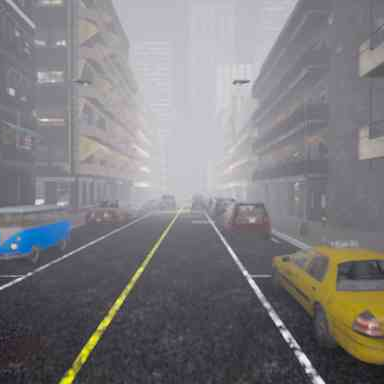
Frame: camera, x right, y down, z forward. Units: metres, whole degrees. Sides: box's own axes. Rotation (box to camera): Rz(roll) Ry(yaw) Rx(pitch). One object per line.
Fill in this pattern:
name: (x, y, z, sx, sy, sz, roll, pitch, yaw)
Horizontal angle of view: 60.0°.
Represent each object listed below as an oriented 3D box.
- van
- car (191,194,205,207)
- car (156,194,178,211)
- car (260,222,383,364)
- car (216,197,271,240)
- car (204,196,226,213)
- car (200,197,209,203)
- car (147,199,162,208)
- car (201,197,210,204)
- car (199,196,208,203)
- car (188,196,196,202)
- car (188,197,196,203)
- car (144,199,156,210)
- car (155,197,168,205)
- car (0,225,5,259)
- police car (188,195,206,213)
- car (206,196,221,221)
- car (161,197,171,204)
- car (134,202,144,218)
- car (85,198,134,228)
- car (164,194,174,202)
van: (-5.667, 1.375, 11.576, 1.690, 1.788, 3.998, -1, 0, 0)
car: (0.914, 1.385, 55.218, 2.150, 2.045, 5.566, 0, 0, 0)
car: (-3.074, 1.346, 43.740, 2.150, 2.045, 5.566, 0, 0, 0)
car: (2.682, 1.543, 6.113, 1.752, 1.417, 4.829, -1, 0, 0)
car: (2.681, 1.364, 17.148, 2.192, 1.841, 5.009, -1, 0, 0)
car: (2.687, 1.429, 39.556, 2.192, 1.841, 5.009, -1, 0, 0)
car: (2.698, 1.779, 73.168, 1.947, 1.339, 4.313, -1, 0, 0)
car: (-5.687, 1.729, 50.790, 1.802, 1.307, 4.206, -1, 0, 0)
car: (2.696, 1.722, 67.736, 1.752, 1.417, 4.829, -1, 0, 0)
car: (2.698, 1.670, 78.770, 1.967, 1.590, 4.097, -1, 0, 0)
car: (0.021, 1.762, 85.514, 1.812, 1.442, 4.674, 0, 0, 0)
car: (0.018, 1.692, 74.477, 1.895, 1.301, 4.718, 0, 0, 0)
car: (-5.689, 1.713, 45.188, 1.802, 1.307, 4.206, -1, 0, 0)
car: (-5.685, 1.731, 61.995, 2.008, 1.369, 4.403, -1, 0, 0)
car: (-5.665, 1.569, 5.974, 2.008, 1.369, 4.403, -1, 0, 0)
police car: (0.807, 1.539, 39.303, 1.930, 1.638, 5.238, 0, 0, 0)
car: (2.684, 1.396, 28.352, 2.192, 1.841, 5.009, -1, 0, 0)
car: (-5.682, 1.764, 73.198, 2.008, 1.369, 4.403, -1, 0, 0)
car: (-5.700, 1.633, 28.382, 2.008, 1.369, 4.403, -1, 0, 0)
car: (-5.687, 1.381, 22.781, 2.192, 1.841, 5.009, -1, 0, 0)
car: (-5.682, 1.562, 84.403, 2.192, 1.841, 5.009, -1, 0, 0)
